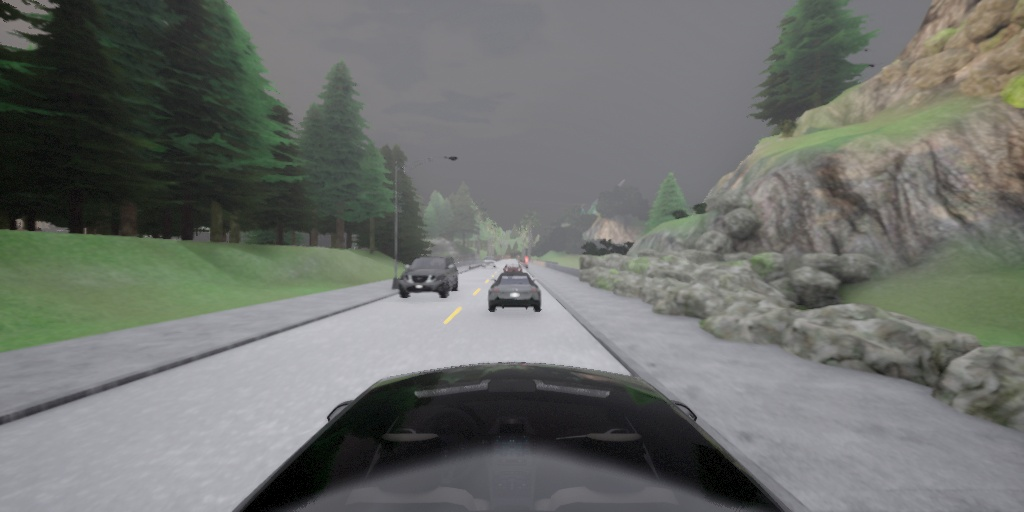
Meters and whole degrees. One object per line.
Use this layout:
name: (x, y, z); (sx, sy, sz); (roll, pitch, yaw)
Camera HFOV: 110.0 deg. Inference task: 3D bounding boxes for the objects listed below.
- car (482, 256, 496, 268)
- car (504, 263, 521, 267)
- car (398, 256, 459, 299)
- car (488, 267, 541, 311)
car: (-4.020, 1.091, 63.329); (2.150, 2.045, 5.566); (0, 0, 0)
car: (0.095, 1.421, 37.473); (1.895, 1.301, 4.718); (0, 0, 0)
car: (-4.103, 1.006, 18.588); (2.150, 2.045, 5.566); (0, 0, 0)
car: (0.098, 1.339, 14.596); (1.994, 1.385, 4.181); (0, 0, 0)
